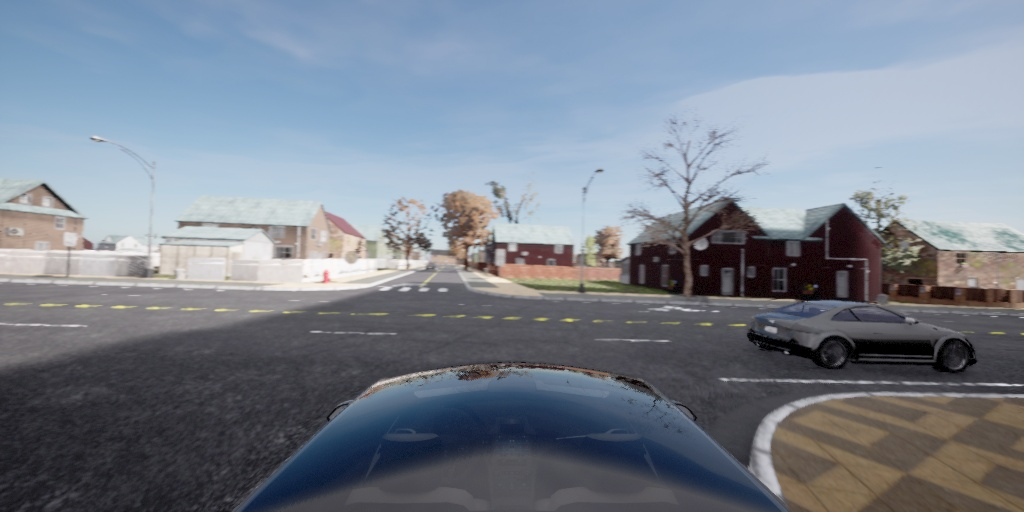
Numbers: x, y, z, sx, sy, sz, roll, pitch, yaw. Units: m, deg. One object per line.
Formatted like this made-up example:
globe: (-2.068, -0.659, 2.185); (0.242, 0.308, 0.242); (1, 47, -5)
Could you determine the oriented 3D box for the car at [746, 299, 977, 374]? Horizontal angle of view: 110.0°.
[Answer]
car: (7.912, 1.737, 8.348); (4.181, 1.385, 1.994); (2, -1, -4)
